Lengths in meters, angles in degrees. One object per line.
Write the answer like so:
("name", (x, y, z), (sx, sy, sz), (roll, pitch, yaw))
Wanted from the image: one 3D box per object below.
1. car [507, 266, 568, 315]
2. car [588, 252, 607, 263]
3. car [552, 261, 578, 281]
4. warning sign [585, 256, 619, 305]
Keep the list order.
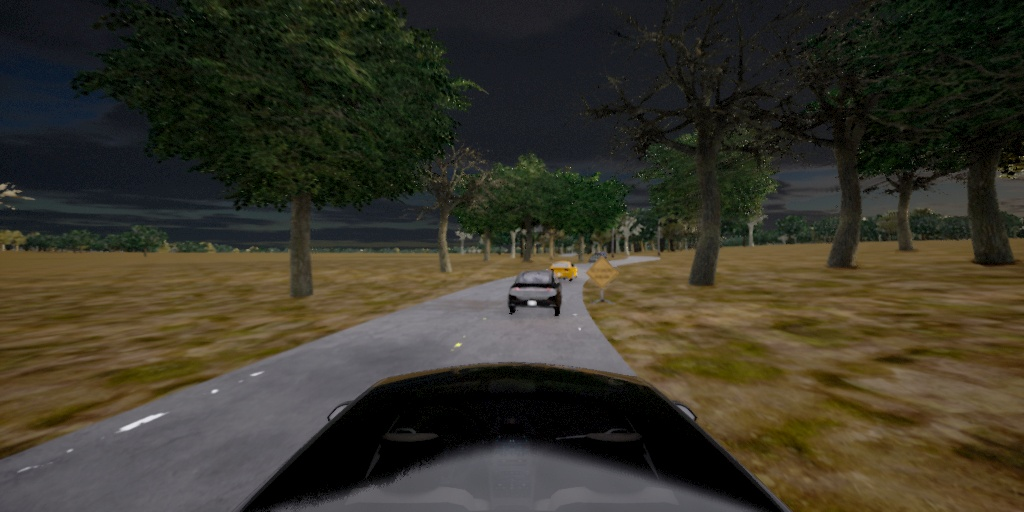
("car", (1.013, 1.313, 14.005), (2.128, 1.511, 4.902), (0, 0, 9))
("car", (14.063, 0.453, 59.091), (1.837, 1.490, 4.892), (0, 2, 32))
("car", (4.251, 1.170, 29.518), (1.882, 1.535, 5.008), (0, 1, 17))
("warning sign", (3.579, 0.943, 14.240), (1.300, 1.860, 1.060), (0, 0, 8))
